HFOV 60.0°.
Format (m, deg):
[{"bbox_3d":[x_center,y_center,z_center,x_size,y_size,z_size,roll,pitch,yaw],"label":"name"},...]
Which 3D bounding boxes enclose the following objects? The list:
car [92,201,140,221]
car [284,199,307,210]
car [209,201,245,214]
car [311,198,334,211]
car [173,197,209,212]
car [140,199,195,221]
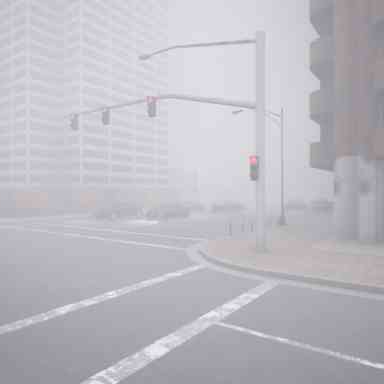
[{"bbox_3d":[-6.098,1.519,28.082,1.837,1.490,4.892,0,0,35],"label":"car"},{"bbox_3d":[13.607,1.573,43.643,1.994,1.385,4.181,0,0,35],"label":"car"},{"bbox_3d":[3.885,1.613,36.175,1.895,1.301,4.718,0,0,35],"label":"car"},{"bbox_3d":[16.241,1.485,41.266,1.882,1.535,5.008,0,0,35],"label":"car"},{"bbox_3d":[-0.377,1.578,36.207,1.994,1.385,4.181,0,0,35],"label":"car"},{"bbox_3d":[-1.989,1.576,27.841,1.994,1.385,4.181,0,0,35],"label":"car"}]
